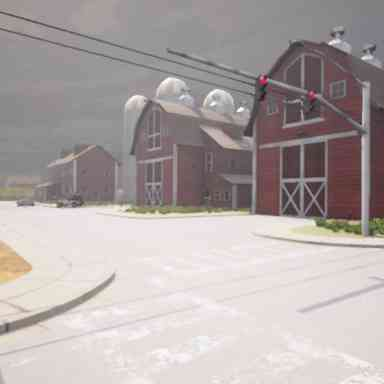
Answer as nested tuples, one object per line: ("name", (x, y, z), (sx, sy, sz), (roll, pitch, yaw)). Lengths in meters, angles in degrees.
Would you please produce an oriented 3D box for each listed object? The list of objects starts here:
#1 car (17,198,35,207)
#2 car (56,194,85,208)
("car", (-26.957, 1.643, 53.981), (1.994, 1.385, 4.181), (1, 0, -37))
("car", (-17.474, 1.269, 48.014), (3.866, 1.878, 1.905), (-1, 5, 11))
